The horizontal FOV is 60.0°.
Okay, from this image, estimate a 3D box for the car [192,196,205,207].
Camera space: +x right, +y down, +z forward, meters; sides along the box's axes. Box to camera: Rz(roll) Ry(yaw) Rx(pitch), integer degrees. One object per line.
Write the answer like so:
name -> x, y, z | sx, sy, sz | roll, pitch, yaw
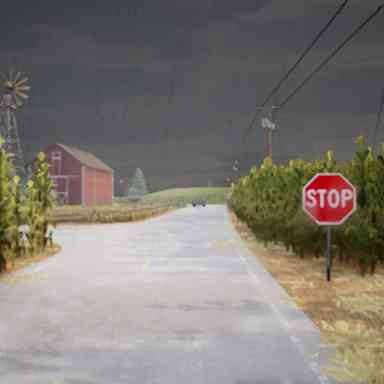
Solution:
car -> 1.309, 1.819, 62.821 | 2.150, 2.045, 5.566 | 0, 0, 5
